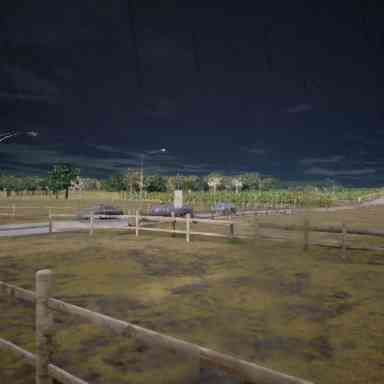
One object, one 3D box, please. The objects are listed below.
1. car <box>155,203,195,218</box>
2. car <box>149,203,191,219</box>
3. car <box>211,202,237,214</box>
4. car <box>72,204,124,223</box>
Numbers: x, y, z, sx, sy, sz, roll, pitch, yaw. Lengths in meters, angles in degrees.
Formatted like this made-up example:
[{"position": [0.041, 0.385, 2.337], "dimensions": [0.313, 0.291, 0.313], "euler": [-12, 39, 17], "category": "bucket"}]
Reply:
[{"position": [-1.913, 2.149, 39.159], "dimensions": [2.128, 1.511, 4.902], "euler": [1, -1, 35], "category": "car"}, {"position": [-2.177, 1.943, 33.677], "dimensions": [2.097, 1.767, 4.553], "euler": [1, -1, 35], "category": "car"}, {"position": [4.742, 2.302, 48.520], "dimensions": [2.097, 1.767, 4.553], "euler": [1, -1, 36], "category": "car"}, {"position": [-8.376, 1.904, 29.999], "dimensions": [1.837, 1.490, 4.892], "euler": [1, -1, 35], "category": "car"}]
